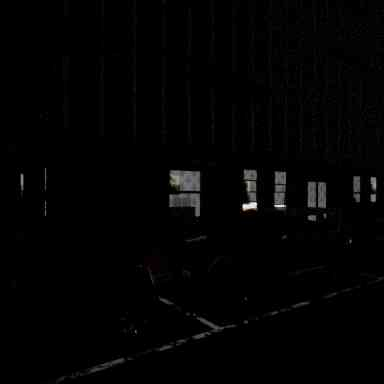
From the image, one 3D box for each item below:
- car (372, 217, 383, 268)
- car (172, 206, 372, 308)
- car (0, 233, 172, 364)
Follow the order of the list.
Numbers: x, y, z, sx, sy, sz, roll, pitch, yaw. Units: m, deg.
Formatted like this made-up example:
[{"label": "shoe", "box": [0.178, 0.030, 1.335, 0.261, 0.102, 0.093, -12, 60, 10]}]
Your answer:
[{"label": "car", "box": [6.468, 1.561, 11.329, 4.313, 1.339, 1.947, 0, 0, -35]}, {"label": "car", "box": [1.937, 1.314, 8.105, 5.009, 1.841, 2.192, 0, 0, -35]}, {"label": "car", "box": [-2.594, 1.440, 4.884, 4.097, 1.590, 1.967, 0, 0, -35]}]
